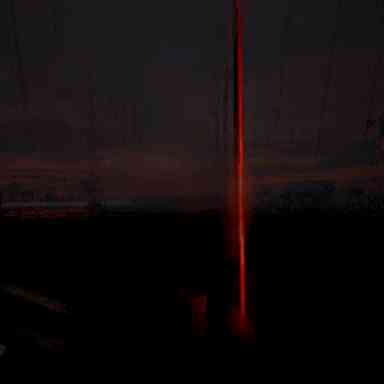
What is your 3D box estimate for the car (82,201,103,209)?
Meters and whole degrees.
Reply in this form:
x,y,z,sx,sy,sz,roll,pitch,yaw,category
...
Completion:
x,y,z,sx,sy,sz,roll,pitch,yaw,category
-19.848,2.648,66.399,2.097,1.767,4.553,-1,-1,17,car
